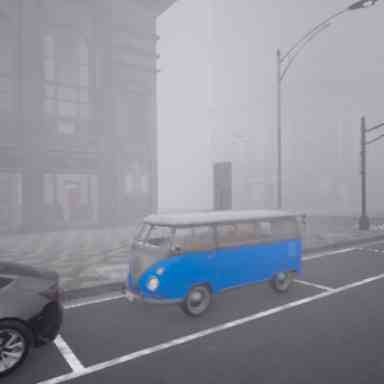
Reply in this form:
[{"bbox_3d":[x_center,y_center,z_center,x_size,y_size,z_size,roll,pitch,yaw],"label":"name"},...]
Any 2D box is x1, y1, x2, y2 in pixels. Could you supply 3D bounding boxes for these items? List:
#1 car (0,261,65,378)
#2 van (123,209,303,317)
[{"bbox_3d":[-3.796,1.574,3.943,4.313,1.339,1.947,-1,0,-35],"label":"car"},{"bbox_3d":[0.609,1.300,7.085,3.998,1.788,1.690,-1,0,-35],"label":"van"}]
